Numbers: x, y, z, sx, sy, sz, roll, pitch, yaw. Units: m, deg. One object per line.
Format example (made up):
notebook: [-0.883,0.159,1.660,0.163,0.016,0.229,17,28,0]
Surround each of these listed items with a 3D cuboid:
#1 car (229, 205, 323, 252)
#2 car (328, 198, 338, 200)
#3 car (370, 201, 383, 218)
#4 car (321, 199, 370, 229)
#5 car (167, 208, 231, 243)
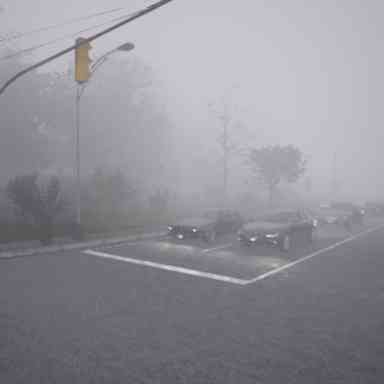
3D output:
car: [3.753,1.499,14.153,1.837,1.490,4.892,0,0,39]
car: [13.942,1.389,32.437,1.882,1.535,5.008,0,1,39]
car: [16.147,1.525,29.595,1.895,1.301,4.718,0,1,39]
car: [9.695,1.479,21.561,2.128,1.511,4.902,0,0,39]
car: [1.150,1.537,16.504,2.033,1.411,5.357,0,0,39]
